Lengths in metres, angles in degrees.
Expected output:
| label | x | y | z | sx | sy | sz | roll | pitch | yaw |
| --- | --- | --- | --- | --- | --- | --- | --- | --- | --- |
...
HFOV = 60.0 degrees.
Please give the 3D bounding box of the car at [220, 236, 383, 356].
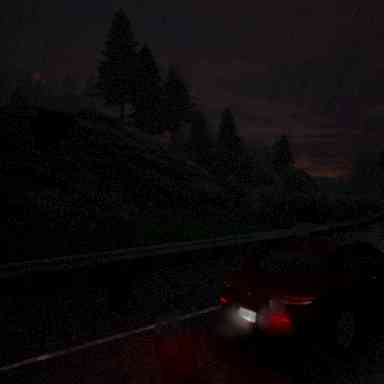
| label | x | y | z | sx | sy | sz | roll | pitch | yaw |
| --- | --- | --- | --- | --- | --- | --- | --- | --- | --- |
| car | 2.530 | 1.543 | 6.102 | 4.674 | 1.442 | 1.812 | 0 | 0 | -40 |
